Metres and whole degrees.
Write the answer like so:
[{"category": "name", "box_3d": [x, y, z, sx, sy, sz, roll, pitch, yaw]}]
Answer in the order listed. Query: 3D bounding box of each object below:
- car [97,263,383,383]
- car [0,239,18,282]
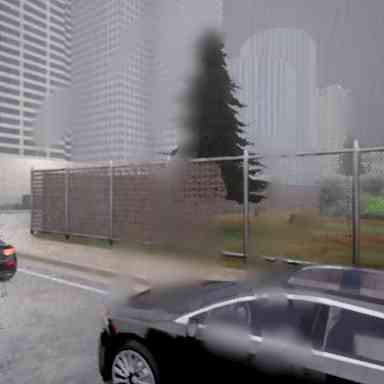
[{"category": "car", "box_3d": [1.130, 1.490, 3.194, 4.902, 1.511, 2.128, 0, 0, 35]}, {"category": "car", "box_3d": [-6.204, 1.512, 8.458, 4.674, 1.442, 1.812, 0, 0, 36]}]
